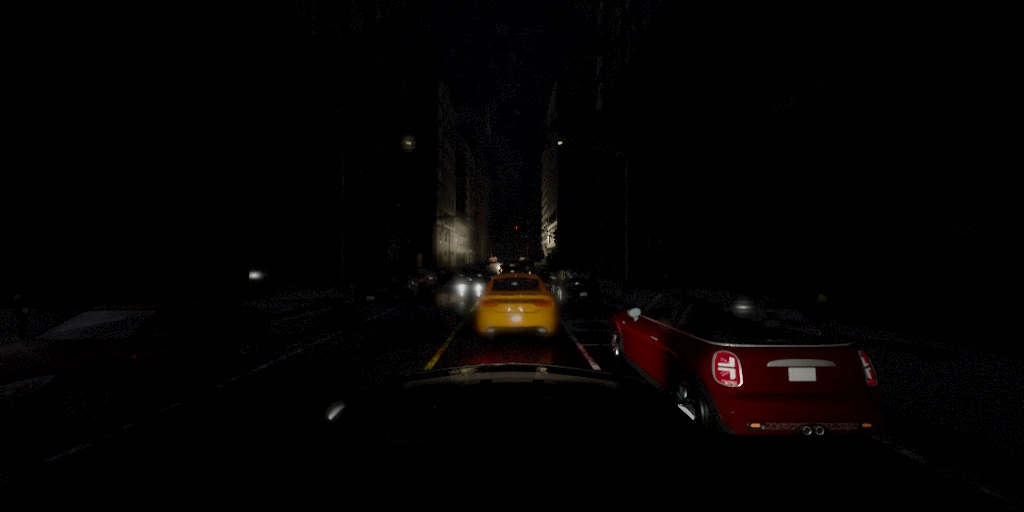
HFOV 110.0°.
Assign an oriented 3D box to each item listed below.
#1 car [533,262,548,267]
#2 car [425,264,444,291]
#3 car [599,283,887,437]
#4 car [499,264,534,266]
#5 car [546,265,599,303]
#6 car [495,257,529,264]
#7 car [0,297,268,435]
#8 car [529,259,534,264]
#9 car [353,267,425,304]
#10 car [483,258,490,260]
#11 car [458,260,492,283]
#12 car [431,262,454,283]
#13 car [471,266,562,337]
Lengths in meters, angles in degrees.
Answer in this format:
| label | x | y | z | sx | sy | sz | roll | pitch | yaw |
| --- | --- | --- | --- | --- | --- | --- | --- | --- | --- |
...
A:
| label | x | y | z | sx | sy | sz | roll | pitch | yaw |
| --- | --- | --- | --- | --- | --- | --- | --- | --- | --- |
| car | 2.891 | 1.315 | 27.474 | 1.948 | 1.339 | 4.313 | 0 | 0 | 0 |
| car | -5.642 | 1.331 | 21.985 | 1.802 | 1.307 | 4.207 | 0 | 0 | 0 |
| car | 2.861 | 1.189 | 5.469 | 1.967 | 1.591 | 4.097 | 0 | 0 | 0 |
| car | 0.124 | 1.313 | 19.344 | 1.994 | 1.385 | 4.181 | 0 | 0 | 0 |
| car | 2.876 | 1.299 | 16.472 | 2.007 | 1.370 | 4.403 | 0 | 0 | 0 |
| car | 0.065 | 1.102 | 28.076 | 2.097 | 1.767 | 4.553 | 0 | 0 | 1 |
| car | -5.664 | 1.331 | 5.481 | 1.802 | 1.307 | 4.207 | 0 | 0 | 0 |
| car | 2.976 | 1.225 | 64.563 | 1.967 | 1.591 | 4.097 | 0 | 0 | 0 |
| car | -5.649 | 1.315 | 16.484 | 1.948 | 1.339 | 4.313 | 0 | 0 | 0 |
| car | -5.549 | 1.367 | 64.588 | 1.802 | 1.307 | 4.207 | 0 | 0 | 0 |
| car | -2.965 | 1.299 | 28.253 | 2.033 | 1.411 | 5.357 | 0 | 0 | 0 |
| car | -5.634 | 1.190 | 27.486 | 1.967 | 1.591 | 4.097 | 0 | 0 | 0 |
| car | 0.109 | 1.227 | 10.356 | 1.882 | 1.535 | 5.008 | 0 | 0 | 0 |
